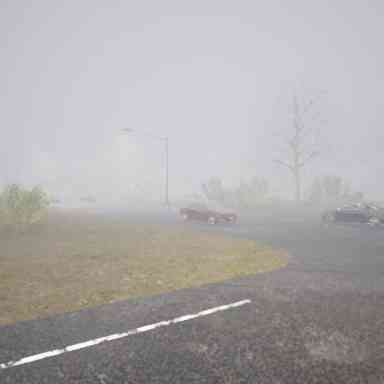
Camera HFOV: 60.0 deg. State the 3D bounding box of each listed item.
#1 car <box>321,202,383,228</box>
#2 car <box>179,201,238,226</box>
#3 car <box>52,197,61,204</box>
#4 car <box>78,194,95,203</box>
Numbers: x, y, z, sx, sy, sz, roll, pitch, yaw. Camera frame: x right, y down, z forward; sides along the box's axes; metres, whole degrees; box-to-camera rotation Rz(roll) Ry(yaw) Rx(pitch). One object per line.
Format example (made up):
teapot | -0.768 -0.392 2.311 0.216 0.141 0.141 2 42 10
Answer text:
car | 10.985 1.435 21.879 2.128 1.511 4.902 0 0 -37
car | 1.046 1.404 23.415 1.882 1.535 5.008 0 0 -37
car | -23.561 1.323 55.925 1.895 1.301 4.718 0 0 -36
car | -19.880 1.195 62.627 1.837 1.490 4.892 0 0 -37
